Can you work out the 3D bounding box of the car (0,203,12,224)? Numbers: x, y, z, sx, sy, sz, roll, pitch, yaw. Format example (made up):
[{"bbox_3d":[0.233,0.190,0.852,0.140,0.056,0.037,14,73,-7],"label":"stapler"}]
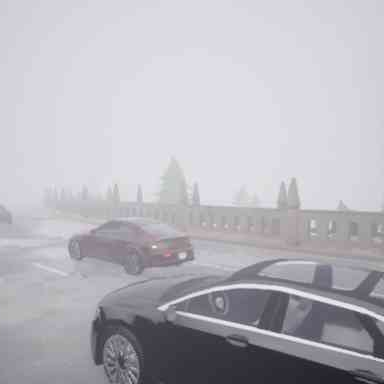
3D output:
[{"bbox_3d":[-13.894,1.478,23.129,1.994,1.385,4.181,0,0,-38],"label":"car"}]

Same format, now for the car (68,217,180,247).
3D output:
[{"bbox_3d":[-1.996,1.515,10.353,4.674,1.442,1.812,0,0,41],"label":"car"}]

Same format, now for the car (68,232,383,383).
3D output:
[{"bbox_3d":[0.940,1.500,3.497,4.902,1.511,2.128,0,0,37],"label":"car"}]
